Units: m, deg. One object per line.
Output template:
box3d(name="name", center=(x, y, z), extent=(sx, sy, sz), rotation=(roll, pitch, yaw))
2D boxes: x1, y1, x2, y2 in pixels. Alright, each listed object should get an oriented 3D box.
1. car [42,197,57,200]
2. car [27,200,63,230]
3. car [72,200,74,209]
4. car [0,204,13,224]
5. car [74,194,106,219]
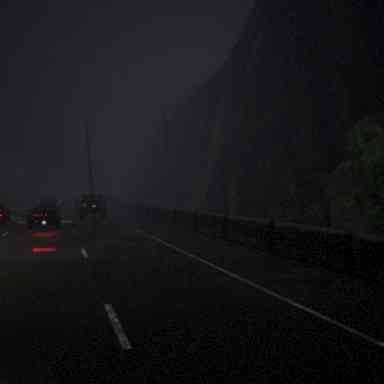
box3d(name="car", center=(-15.157, 1.301, 35.426), extent=(2.097, 1.767, 4.553), rotation=(0, 1, -22))
box3d(name="car", center=(-9.598, 1.537, 21.739), extent=(1.837, 1.490, 4.892), rotation=(0, 0, -22))
box3d(name="car", center=(-13.866, 1.367, 41.548), extent=(1.882, 1.535, 5.008), rotation=(0, 1, -22))
box3d(name="car", center=(-14.538, 1.578, 24.600), extent=(2.033, 1.411, 5.357), rotation=(0, 0, -22))
box3d(name="car", center=(-8.978, 1.214, 29.513), extent=(2.150, 2.045, 5.566), rotation=(0, 1, -22))
